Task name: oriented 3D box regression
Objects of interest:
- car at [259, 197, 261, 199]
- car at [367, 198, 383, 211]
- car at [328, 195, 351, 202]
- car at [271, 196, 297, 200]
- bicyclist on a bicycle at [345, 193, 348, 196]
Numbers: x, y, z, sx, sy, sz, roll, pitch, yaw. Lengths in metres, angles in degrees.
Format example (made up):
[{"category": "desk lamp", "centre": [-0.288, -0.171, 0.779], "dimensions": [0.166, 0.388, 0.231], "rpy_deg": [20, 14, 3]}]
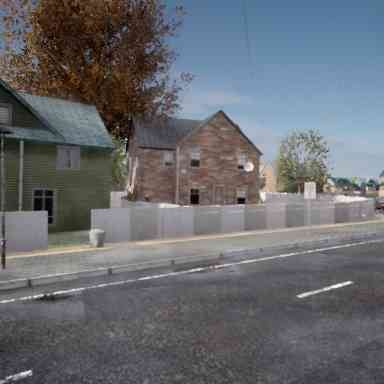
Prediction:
[{"category": "car", "centre": [9.560, 0.964, 55.482], "dimensions": [1.895, 1.301, 4.718], "rpy_deg": [1, 0, -19]}, {"category": "car", "centre": [19.140, 1.302, 35.666], "dimensions": [2.033, 1.411, 5.357], "rpy_deg": [1, 0, -12]}, {"category": "car", "centre": [16.190, 1.177, 36.835], "dimensions": [1.837, 1.490, 4.892], "rpy_deg": [1, 1, -20]}, {"category": "car", "centre": [12.872, 0.996, 46.159], "dimensions": [1.882, 1.535, 5.008], "rpy_deg": [1, 0, -20]}, {"category": "bicyclist on a bicycle", "centre": [20.102, 1.020, 43.342], "dimensions": [1.656, 1.620, 0.582], "rpy_deg": [1, 0, -20]}]
